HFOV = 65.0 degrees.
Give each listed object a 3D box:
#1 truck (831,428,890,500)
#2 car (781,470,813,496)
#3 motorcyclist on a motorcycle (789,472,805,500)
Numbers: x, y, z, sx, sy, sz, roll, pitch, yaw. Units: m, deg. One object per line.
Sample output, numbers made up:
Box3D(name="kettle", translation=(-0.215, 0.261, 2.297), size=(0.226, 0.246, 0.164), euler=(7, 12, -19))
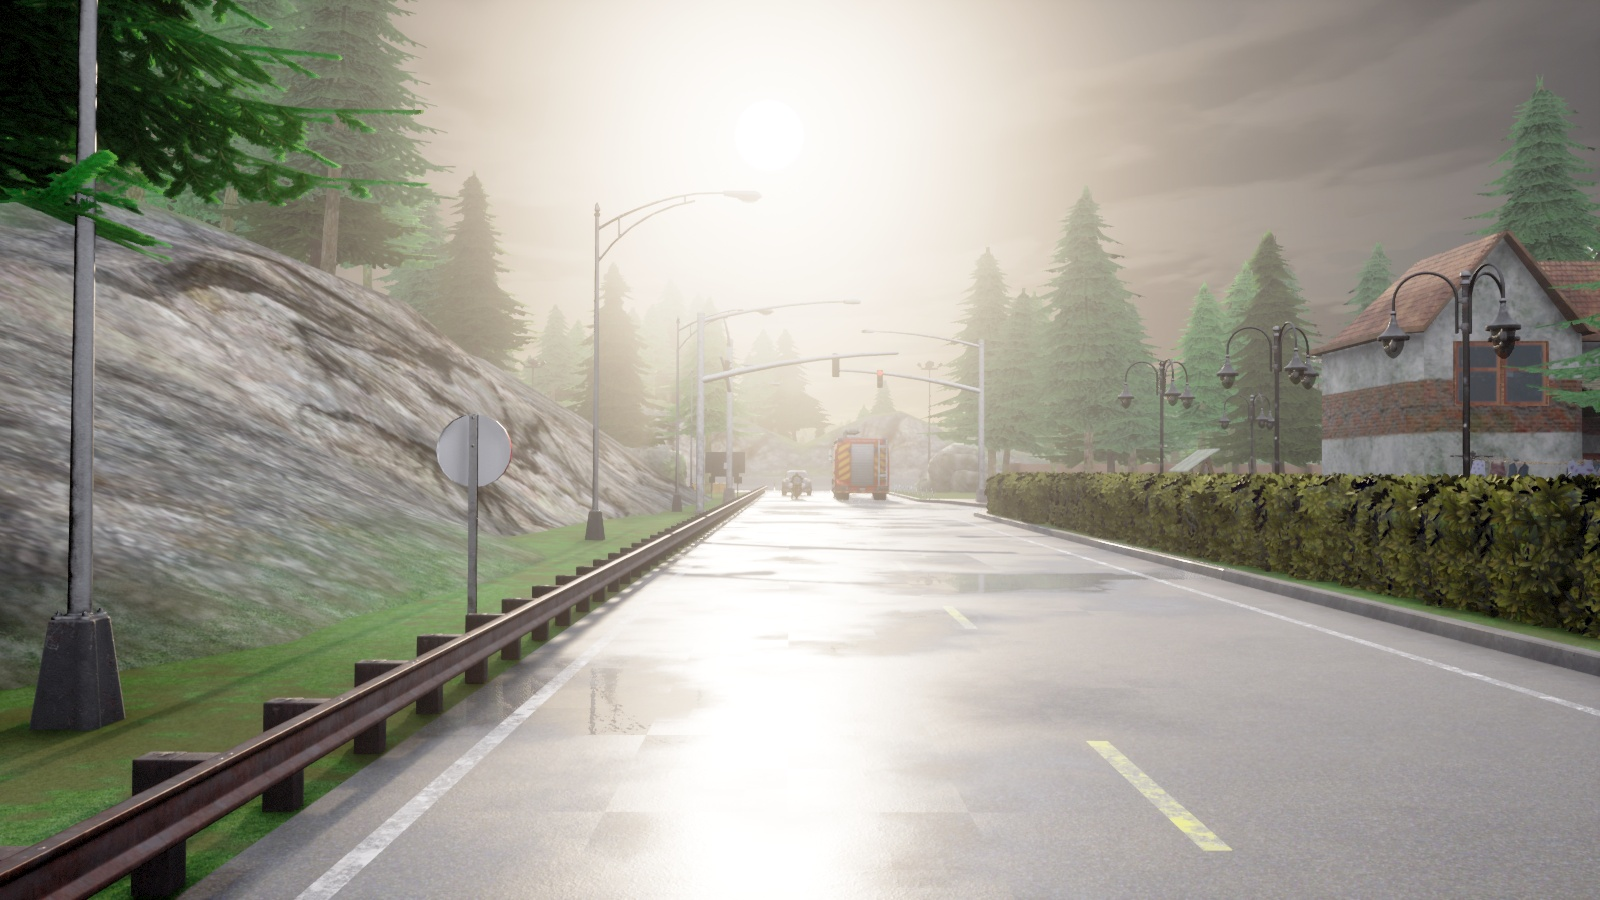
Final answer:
Box3D(name="truck", translation=(3.326, 0.833, 71.430), size=(2.891, 3.827, 8.468), euler=(0, -1, 0))
Box3D(name="car", translation=(-0.188, 2.097, 80.715), size=(2.033, 1.649, 4.856), euler=(0, -1, 0))
Box3D(name="motorcyclist on a motorcycle", translation=(-0.166, 2.027, 70.237), size=(0.866, 1.530, 2.191), euler=(0, -1, 0))
